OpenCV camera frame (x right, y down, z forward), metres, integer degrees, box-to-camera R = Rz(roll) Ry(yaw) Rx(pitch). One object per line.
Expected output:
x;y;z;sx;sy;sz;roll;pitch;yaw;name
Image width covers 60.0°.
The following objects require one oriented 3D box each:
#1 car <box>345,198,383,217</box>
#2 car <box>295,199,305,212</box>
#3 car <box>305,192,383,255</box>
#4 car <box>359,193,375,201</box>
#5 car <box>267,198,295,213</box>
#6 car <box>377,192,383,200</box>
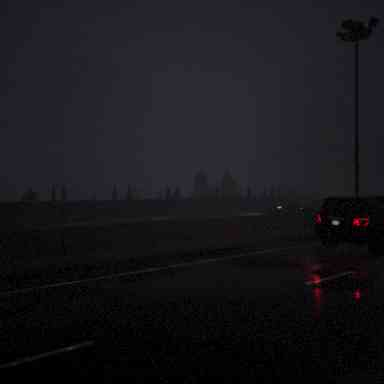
15.823;1.335;30.061;2.128;1.511;4.902;0;0;44;car
12.149;1.403;31.243;5.357;1.411;2.033;0;0;-44;car
7.198;1.152;13.223;5.566;2.045;2.150;0;0;-36;car
34.247;0.873;65.282;2.128;1.511;4.902;0;0;21;car
9.421;1.365;33.560;4.892;1.490;1.837;0;0;-44;car
38.026;0.785;65.471;2.128;1.511;4.902;0;0;19;car
